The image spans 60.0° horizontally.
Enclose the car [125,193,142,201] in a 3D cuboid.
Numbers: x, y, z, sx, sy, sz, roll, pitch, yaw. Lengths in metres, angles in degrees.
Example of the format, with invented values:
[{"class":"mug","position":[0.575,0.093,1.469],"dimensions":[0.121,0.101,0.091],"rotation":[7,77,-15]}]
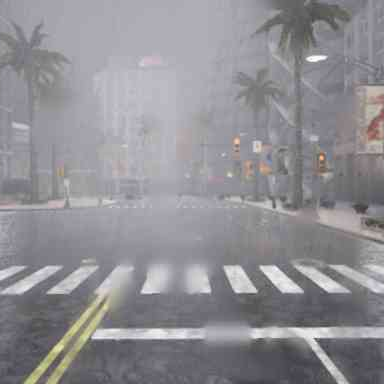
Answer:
[{"class":"car","position":[-11.022,0.851,62.537],"dimensions":[2.128,1.511,4.902],"rotation":[0,1,-30]}]
